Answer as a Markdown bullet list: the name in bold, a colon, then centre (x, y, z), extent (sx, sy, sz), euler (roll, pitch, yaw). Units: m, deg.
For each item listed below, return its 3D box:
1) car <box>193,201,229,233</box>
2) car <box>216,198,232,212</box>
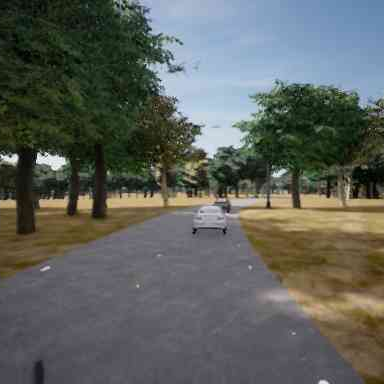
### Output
- **car**: centre (1.081, 1.511, 19.419), extent (1.812, 1.442, 4.674), euler (0, 0, 5)
- **car**: centre (3.497, 1.445, 37.902), extent (2.128, 1.511, 4.902), euler (0, 0, 10)
